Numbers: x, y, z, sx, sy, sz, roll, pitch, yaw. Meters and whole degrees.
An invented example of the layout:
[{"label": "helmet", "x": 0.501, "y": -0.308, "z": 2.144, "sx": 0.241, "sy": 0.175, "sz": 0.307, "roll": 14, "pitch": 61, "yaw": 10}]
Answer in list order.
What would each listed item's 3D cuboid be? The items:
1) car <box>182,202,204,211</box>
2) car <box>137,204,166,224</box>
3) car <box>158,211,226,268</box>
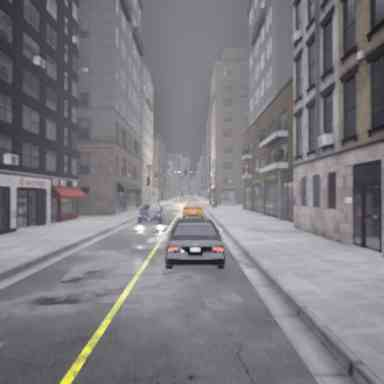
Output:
[{"label": "car", "x": 0.092, "y": 1.672, "z": 32.085, "sx": 1.882, "sy": 1.535, "sz": 5.008, "roll": 0, "pitch": 0, "yaw": 0}, {"label": "car", "x": -3.104, "y": 1.686, "z": 26.252, "sx": 1.812, "sy": 1.442, "sz": 4.674, "roll": 0, "pitch": 0, "yaw": 0}, {"label": "car", "x": 0.094, "y": 1.619, "z": 11.465, "sx": 2.033, "sy": 1.411, "sz": 5.357, "roll": 0, "pitch": 0, "yaw": 0}]
